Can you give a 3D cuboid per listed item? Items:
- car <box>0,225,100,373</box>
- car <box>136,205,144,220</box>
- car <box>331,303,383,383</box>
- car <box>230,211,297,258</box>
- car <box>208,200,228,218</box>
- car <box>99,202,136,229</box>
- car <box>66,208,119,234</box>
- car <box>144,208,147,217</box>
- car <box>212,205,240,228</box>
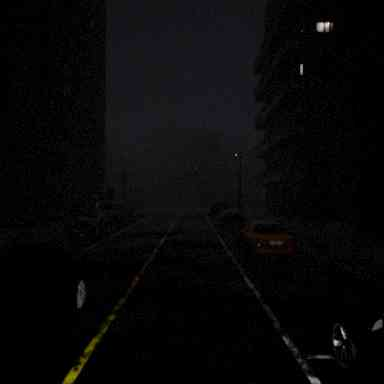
[{"bbox_3d":[-3.104,1.549,5.078,1.882,1.535,5.008,0,-1,0],"label":"car"},{"bbox_3d":[-5.827,1.978,30.034,1.947,1.339,4.313,1,-1,0],"label":"car"},{"bbox_3d":[2.770,1.606,2.809,1.947,1.339,4.313,1,-1,0],"label":"car"},{"bbox_3d":[2.830,1.710,13.473,1.752,1.417,4.829,1,-1,0],"label":"car"},{"bbox_3d":[2.821,1.803,35.576,2.192,1.841,5.009,1,-1,0],"label":"car"},{"bbox_3d":[-5.820,1.651,24.469,2.192,1.841,5.009,1,-1,0],"label":"car"},{"bbox_3d":[-5.820,1.811,18.899,2.008,1.369,4.403,1,-1,0],"label":"car"},{"bbox_3d":[-5.830,2.071,35.601,1.802,1.307,4.206,1,-1,0],"label":"car"},{"bbox_3d":[2.824,1.886,24.438,2.008,1.369,4.403,1,-1,0],"label":"car"}]
